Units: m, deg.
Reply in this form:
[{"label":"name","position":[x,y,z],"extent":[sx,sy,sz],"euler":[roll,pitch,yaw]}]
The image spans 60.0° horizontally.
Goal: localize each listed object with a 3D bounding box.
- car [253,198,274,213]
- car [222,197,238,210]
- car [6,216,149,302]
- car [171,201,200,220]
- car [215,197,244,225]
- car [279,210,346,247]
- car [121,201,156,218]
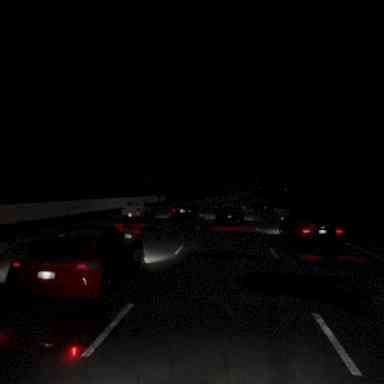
[{"label":"car","position":[7.591,1.385,35.574],"extent":[1.882,1.535,5.008],"euler":[0,0,7]},{"label":"car","position":[4.781,1.391,41.671],"extent":[1.812,1.442,4.674],"euler":[0,0,7]},{"label":"car","position":[-2.532,1.515,8.204],"extent":[1.994,1.385,4.181],"euler":[0,0,5]},{"label":"car","position":[-0.463,1.437,27.000],"extent":[2.033,1.411,5.357],"euler":[0,0,7]},{"label":"car","position":[2.696,1.400,23.837],"extent":[1.882,1.535,5.008],"euler":[0,0,7]},{"label":"car","position":[5.165,1.521,14.883],"extent":[2.033,1.411,5.357],"euler":[0,0,7]},{"label":"car","position":[-4.119,1.396,25.857],"extent":[1.812,1.442,4.674],"euler":[0,0,7]}]
